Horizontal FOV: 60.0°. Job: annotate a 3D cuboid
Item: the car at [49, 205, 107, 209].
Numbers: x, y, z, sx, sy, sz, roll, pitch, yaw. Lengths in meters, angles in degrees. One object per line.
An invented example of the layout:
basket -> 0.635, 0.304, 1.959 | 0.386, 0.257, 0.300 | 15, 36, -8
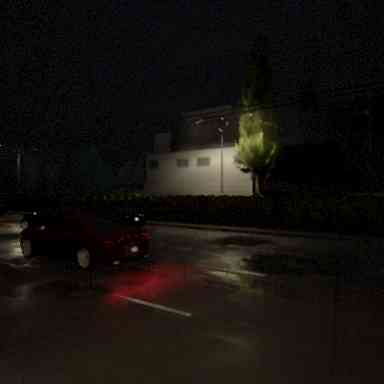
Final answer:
car -> -7.057, 1.440, 17.615 | 5.008, 1.535, 1.882 | 0, 0, 36

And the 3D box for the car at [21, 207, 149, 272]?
car -> -3.634, 1.456, 10.862 | 5.008, 1.535, 1.882 | 1, 0, 36

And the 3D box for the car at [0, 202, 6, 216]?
car -> -18.821, 1.413, 30.302 | 4.902, 1.511, 2.128 | 0, 0, 36

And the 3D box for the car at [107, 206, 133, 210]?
car -> -4.814, 1.527, 20.314 | 4.181, 1.385, 1.994 | 0, 0, 36
